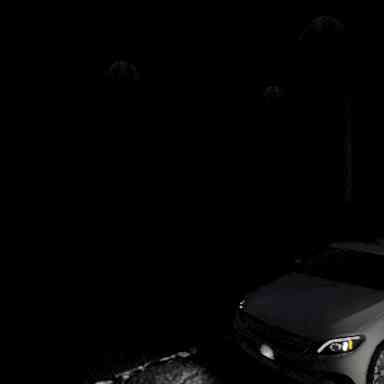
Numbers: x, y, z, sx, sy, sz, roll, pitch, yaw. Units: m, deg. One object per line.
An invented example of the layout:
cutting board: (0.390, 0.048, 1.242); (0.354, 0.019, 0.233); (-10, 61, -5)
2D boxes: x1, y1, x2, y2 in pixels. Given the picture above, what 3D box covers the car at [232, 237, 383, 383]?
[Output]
car: (2.722, 1.483, 5.052); (4.674, 1.442, 1.812); (0, 0, -36)
